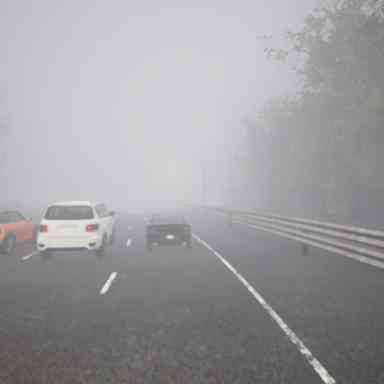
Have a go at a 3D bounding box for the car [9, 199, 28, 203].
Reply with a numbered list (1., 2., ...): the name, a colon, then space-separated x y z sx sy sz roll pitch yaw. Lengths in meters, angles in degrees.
1. car: -40.434 2.298 76.743 4.892 1.490 1.837 -1 -1 41

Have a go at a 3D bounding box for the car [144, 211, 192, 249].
1. car: -1.196 1.639 15.599 1.882 1.535 5.008 0 0 -8

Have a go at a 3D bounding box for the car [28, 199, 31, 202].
1. car: -38.035 2.295 79.292 5.008 1.535 1.882 -1 -1 41

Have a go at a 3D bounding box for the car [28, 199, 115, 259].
1. car: -4.445 1.369 13.538 2.150 2.045 5.566 0 0 -7

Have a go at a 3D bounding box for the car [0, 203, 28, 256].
1. car: -8.033 1.504 13.937 2.097 1.767 4.553 0 -1 -8

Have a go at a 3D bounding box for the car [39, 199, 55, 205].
1. car: -35.636 2.361 81.840 4.674 1.442 1.812 -1 -1 41
